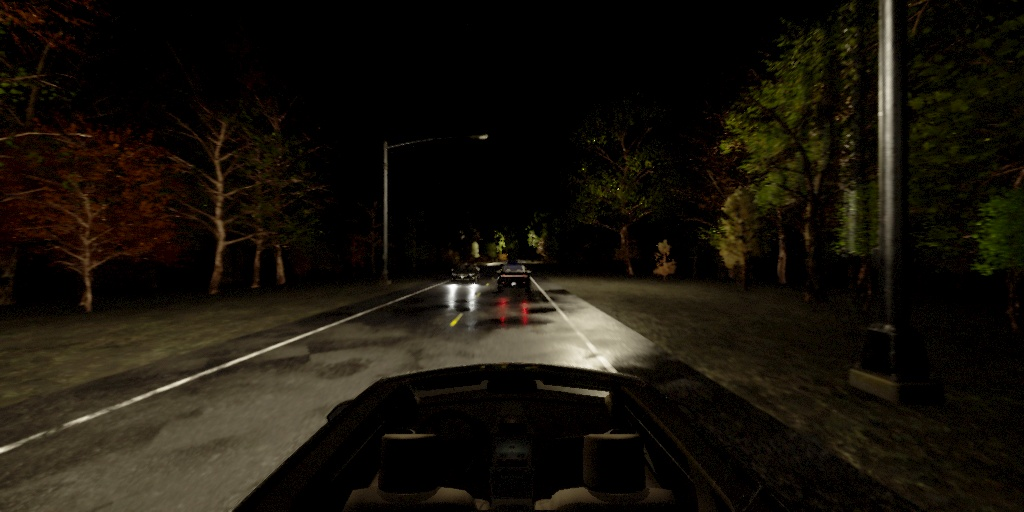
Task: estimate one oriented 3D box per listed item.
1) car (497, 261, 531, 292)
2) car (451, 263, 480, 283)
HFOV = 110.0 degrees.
[{"bbox_3d":[0.099,1.278,21.528,2.128,1.511,4.902,0,0,0],"label":"car"},{"bbox_3d":[-3.583,1.304,28.355,1.837,1.490,4.892,0,0,0],"label":"car"}]
